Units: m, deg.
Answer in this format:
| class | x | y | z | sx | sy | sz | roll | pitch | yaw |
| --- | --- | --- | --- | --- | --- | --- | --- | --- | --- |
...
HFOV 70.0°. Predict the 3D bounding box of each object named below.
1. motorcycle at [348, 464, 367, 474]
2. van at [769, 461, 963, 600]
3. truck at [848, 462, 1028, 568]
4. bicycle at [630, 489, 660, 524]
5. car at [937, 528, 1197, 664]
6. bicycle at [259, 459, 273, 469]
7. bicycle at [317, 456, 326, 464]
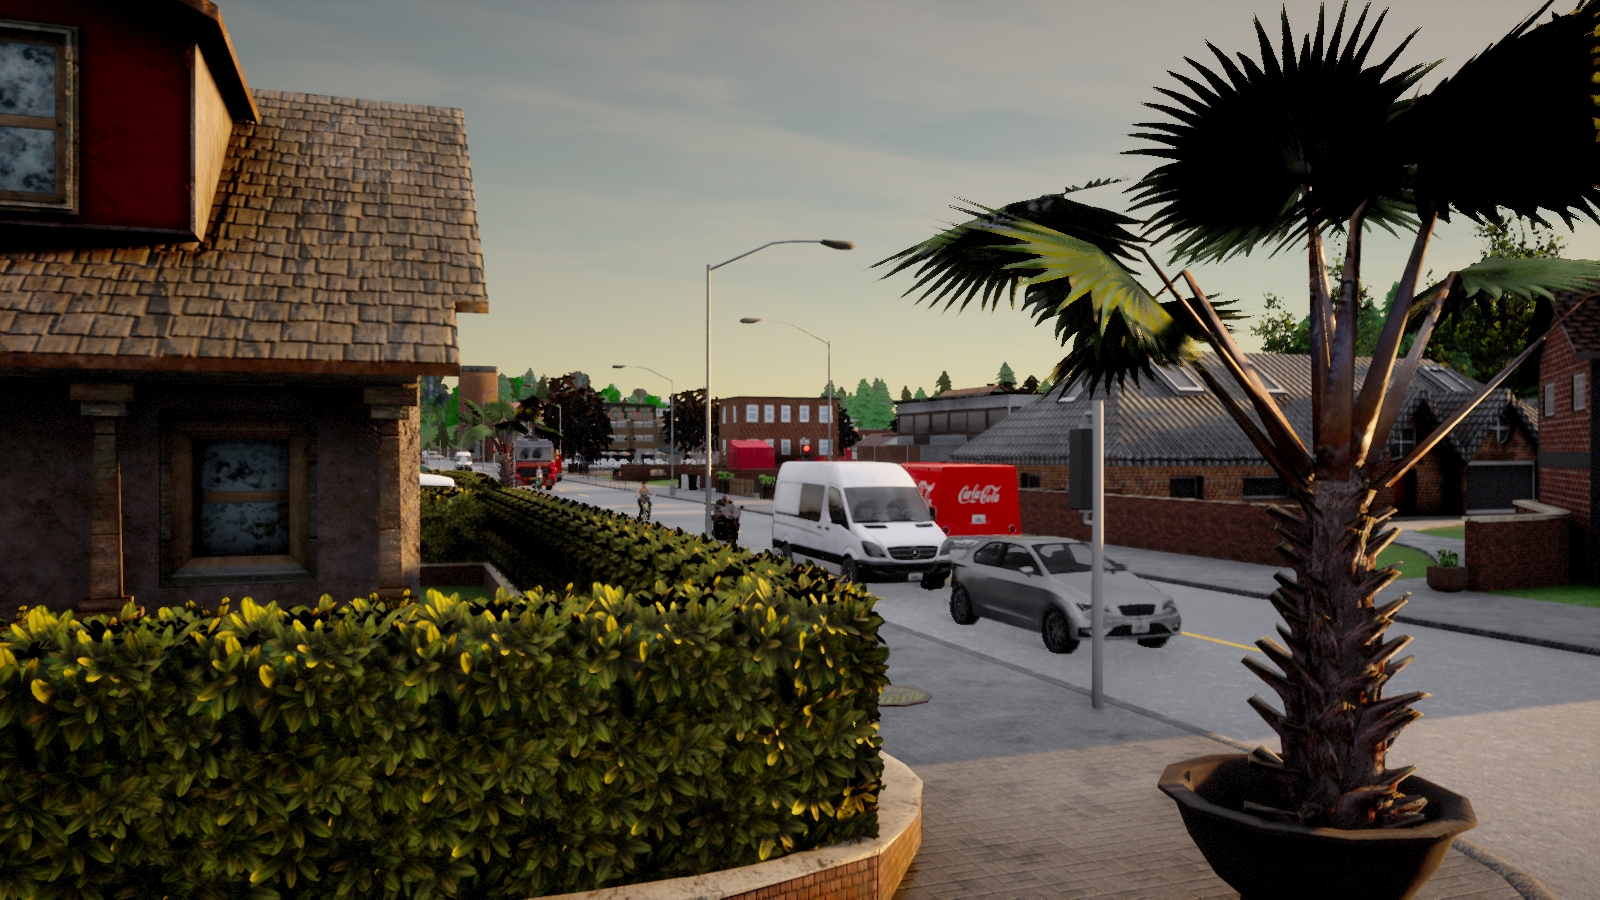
| class | x | y | z | sx | sy | sz | roll | pitch | yaw |
| --- | --- | --- | --- | --- | --- | --- | --- | --- | --- |
| motorcycle | -50.984 | 2.185 | 131.584 | 2.033 | 1.199 | 0.803 | 0 | 0 | -19 |
| van | 1.208 | 1.539 | 24.516 | 1.988 | 2.561 | 5.915 | 0 | 0 | -20 |
| truck | 3.468 | 1.570 | 29.990 | 2.627 | 2.467 | 5.204 | 0 | 0 | -20 |
| bicycle | -6.022 | 2.162 | 44.301 | 0.859 | 1.276 | 1.487 | 0 | 0 | -20 |
| car | 3.841 | 2.070 | 17.238 | 1.816 | 1.474 | 4.193 | 0 | 0 | -20 |
| bicycle | -77.863 | 2.054 | 166.682 | 1.835 | 1.471 | 0.329 | 0 | 0 | -20 |
| bicycle | -96.121 | 2.052 | 229.676 | 1.643 | 1.496 | 0.373 | 0 | 0 | -20 |
